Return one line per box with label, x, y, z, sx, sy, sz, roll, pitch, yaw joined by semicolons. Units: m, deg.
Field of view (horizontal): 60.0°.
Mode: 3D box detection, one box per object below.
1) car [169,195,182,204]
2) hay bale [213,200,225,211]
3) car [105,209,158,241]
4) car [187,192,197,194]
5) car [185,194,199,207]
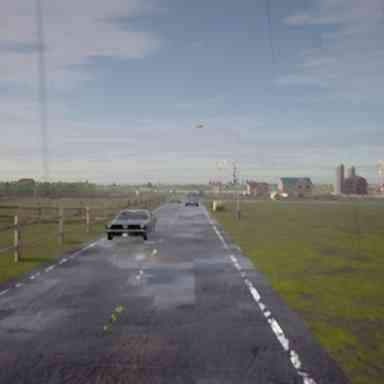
car;-2.798;1.288;57.701;1.837;1.490;4.892;0;0;1
hay bale;3.134;1.509;38.488;1.220;1.180;1.240;1;1;0
car;-2.850;1.537;16.437;1.895;1.301;4.718;0;0;0
car;0.002;0.990;61.881;2.150;2.045;5.566;0;0;0
car;0.017;1.381;48.555;1.994;1.385;4.181;0;0;0
